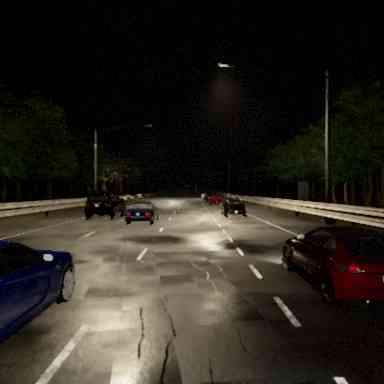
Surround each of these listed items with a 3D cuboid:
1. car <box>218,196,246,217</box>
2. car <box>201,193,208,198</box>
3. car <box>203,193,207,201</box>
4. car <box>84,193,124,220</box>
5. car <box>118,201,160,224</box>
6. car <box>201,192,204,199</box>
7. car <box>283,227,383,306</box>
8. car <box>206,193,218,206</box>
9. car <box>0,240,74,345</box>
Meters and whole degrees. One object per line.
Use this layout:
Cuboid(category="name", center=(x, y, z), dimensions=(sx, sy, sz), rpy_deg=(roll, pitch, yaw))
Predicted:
Cuboid(category="car", center=(3.606, 1.356, 29.446), dimensions=(1.837, 1.490, 4.892), rpy_deg=(0, 0, 0))
Cuboid(category="car", center=(3.512, 0.964, 93.010), dimensions=(1.882, 1.535, 5.008), rpy_deg=(0, 0, 0))
Cuboid(category="car", center=(3.508, 1.200, 60.012), dimensions=(1.837, 1.490, 4.892), rpy_deg=(0, 0, 0))
Cuboid(category="car", center=(-6.885, 1.083, 26.791), dimensions=(2.150, 2.045, 5.566), rpy_deg=(0, 0, 0))
Cuboid(category="car", center=(-3.397, 1.425, 23.315), dimensions=(2.033, 1.411, 5.357), rpy_deg=(0, 0, 0))
Cuboid(category="car", center=(3.510, 1.059, 71.011), dimensions=(2.033, 1.649, 4.856), rpy_deg=(0, 0, 0))
Cuboid(category="car", center=(3.600, 1.517, 7.973), dimensions=(1.994, 1.385, 4.181), rpy_deg=(0, 0, 0))
Cuboid(category="car", center=(3.507, 1.236, 49.012), dimensions=(1.882, 1.535, 5.008), rpy_deg=(0, 0, 0))
Cuboid(category="car", center=(-3.399, 1.447, 5.042), dimensions=(1.882, 1.535, 5.008), rpy_deg=(0, 0, 0))
